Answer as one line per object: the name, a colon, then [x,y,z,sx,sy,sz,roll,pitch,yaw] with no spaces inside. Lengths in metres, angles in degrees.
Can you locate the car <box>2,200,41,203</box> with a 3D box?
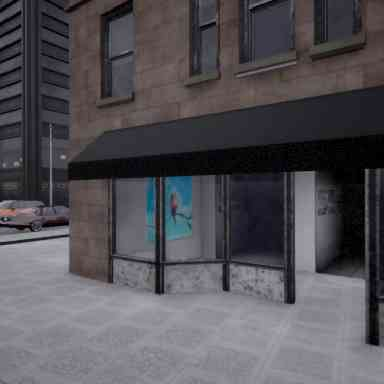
car: [-11.345,1.311,21.002,2.097,1.767,4.553,0,0,35]

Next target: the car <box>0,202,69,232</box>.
car: [-8.427,1.491,19.754,2.033,1.411,5.357,0,0,35]
